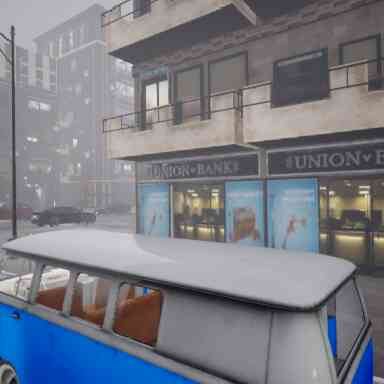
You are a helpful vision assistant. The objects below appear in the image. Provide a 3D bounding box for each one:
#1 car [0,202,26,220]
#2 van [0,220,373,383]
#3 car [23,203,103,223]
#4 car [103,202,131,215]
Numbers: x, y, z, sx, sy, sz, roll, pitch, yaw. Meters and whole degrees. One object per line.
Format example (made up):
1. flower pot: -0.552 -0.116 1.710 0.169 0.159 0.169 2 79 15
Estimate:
1. car: -15.293 1.608 27.325 1.967 1.590 4.097 -2 -1 36
2. van: -0.450 1.342 3.182 3.998 1.788 1.690 0 -1 36
3. car: -8.542 1.583 22.356 1.947 1.339 4.313 -2 -1 36
4. car: -8.612 1.798 36.407 1.947 1.339 4.313 -2 -1 36
